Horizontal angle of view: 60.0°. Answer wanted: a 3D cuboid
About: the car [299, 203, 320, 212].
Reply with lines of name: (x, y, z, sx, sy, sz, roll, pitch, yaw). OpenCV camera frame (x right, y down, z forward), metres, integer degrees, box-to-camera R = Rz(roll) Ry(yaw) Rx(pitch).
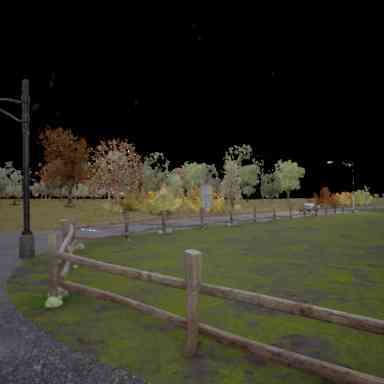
car: (18.795, 2.448, 53.016, 2.033, 1.411, 5.357, -1, -2, 40)
